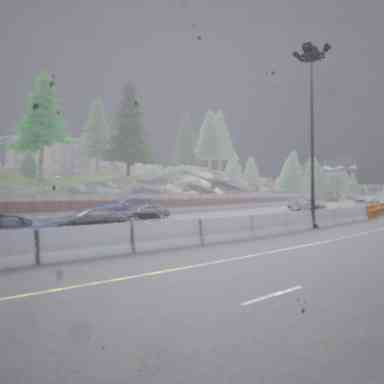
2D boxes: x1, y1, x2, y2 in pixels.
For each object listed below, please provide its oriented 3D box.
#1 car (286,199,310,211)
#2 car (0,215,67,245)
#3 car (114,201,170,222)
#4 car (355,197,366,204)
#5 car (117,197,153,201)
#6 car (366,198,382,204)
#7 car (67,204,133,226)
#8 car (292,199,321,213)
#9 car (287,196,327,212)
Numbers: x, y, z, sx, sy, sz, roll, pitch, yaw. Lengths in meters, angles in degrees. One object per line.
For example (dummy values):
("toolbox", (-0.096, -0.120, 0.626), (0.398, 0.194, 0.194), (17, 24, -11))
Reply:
("car", (15.833, 1.833, 49.694), (1.837, 1.490, 4.892), (-1, 1, 37))
("car", (-8.780, 1.739, 14.944), (5.357, 1.411, 2.033), (0, -1, -37))
("car", (-4.053, 1.767, 27.875), (4.902, 1.511, 2.128), (0, -1, -42))
("car", (37.220, 1.814, 73.158), (1.882, 1.535, 5.008), (-1, -1, 36))
("car", (-5.922, 1.531, 30.869), (5.566, 2.045, 2.150), (0, 0, -42))
("car", (37.295, 1.885, 67.367), (2.033, 1.411, 5.357), (-1, -1, 36))
("car", (-6.445, 1.757, 21.247), (4.674, 1.442, 1.812), (0, -1, -40))
("car", (14.562, 1.778, 42.235), (1.837, 1.490, 4.892), (0, 1, 40))
("car", (12.021, 1.574, 33.836), (2.097, 1.767, 4.553), (-1, -1, 43))
